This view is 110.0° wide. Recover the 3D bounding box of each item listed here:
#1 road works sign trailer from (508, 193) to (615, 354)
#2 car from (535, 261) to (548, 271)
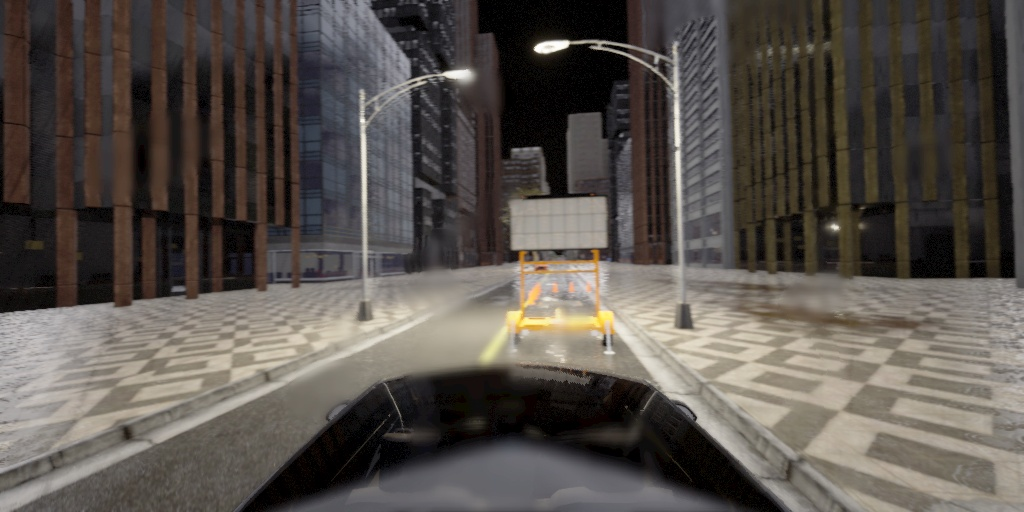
[{"bbox_3d":[1.211,0.272,8.944,2.380,3.560,2.880,0,0,7],"label":"road works sign trailer"},{"bbox_3d":[5.032,1.689,61.195,2.097,1.767,4.553,-1,-1,7],"label":"car"}]
